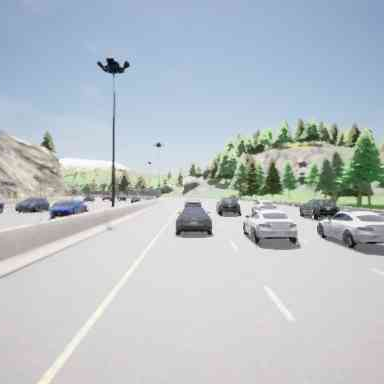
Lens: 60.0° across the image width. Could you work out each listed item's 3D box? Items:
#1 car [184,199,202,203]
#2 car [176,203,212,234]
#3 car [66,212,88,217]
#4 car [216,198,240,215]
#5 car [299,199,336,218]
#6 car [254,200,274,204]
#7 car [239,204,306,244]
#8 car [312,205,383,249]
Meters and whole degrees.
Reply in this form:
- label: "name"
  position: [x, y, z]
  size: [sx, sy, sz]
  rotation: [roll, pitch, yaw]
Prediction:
- label: "car"
  position: [0.110, 1.490, 36.547]
  size: [2.128, 1.511, 4.902]
  rotation: [0, 0, 0]
- label: "car"
  position: [0.104, 1.563, 19.072]
  size: [1.994, 1.385, 4.181]
  rotation: [0, 0, 0]
- label: "car"
  position: [-10.589, 1.477, 28.973]
  size: [1.882, 1.535, 5.008]
  rotation: [0, 0, 0]
- label: "car"
  position: [3.608, 1.351, 33.603]
  size: [2.097, 1.767, 4.553]
  rotation: [0, 0, 0]
- label: "car"
  position: [10.607, 1.351, 28.011]
  size: [2.097, 1.767, 4.553]
  rotation: [0, 0, 0]
- label: "car"
  position: [7.109, 1.524, 32.649]
  size: [1.812, 1.442, 4.674]
  rotation: [0, 0, 0]
- label: "car"
  position: [3.605, 1.525, 15.821]
  size: [1.812, 1.442, 4.674]
  rotation: [0, 0, 0]
- label: "car"
  position: [7.105, 1.525, 14.533]
  size: [1.812, 1.442, 4.674]
  rotation: [0, 0, 0]
